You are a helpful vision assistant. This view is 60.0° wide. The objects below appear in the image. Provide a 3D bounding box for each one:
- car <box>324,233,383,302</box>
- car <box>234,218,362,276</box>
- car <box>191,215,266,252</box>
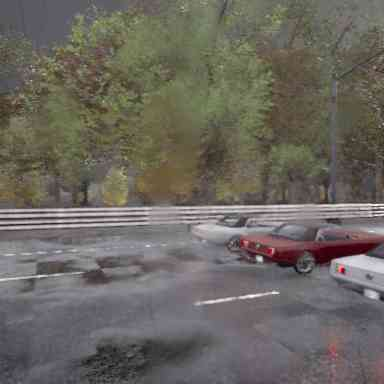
[{"bbox_3d":[5.349,1.622,7.063,4.718,1.301,1.895,0,0,-24],"label":"car"},{"bbox_3d":[3.914,1.598,10.252,4.718,1.301,1.895,0,0,-24],"label":"car"},{"bbox_3d":[2.476,1.569,13.444,4.718,1.301,1.895,0,0,-24],"label":"car"}]
